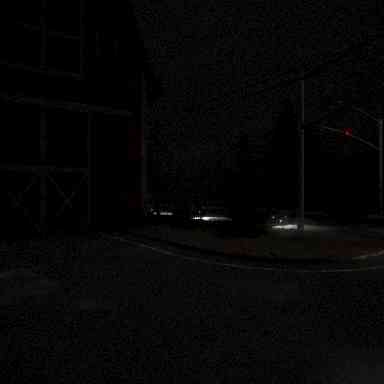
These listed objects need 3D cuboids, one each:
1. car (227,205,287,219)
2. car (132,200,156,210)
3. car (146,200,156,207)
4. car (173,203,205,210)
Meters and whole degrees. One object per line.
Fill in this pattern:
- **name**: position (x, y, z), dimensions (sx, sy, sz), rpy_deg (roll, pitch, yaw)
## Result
- **car**: position (4.918, 1.723, 26.225), dimensions (2.033, 1.411, 5.357), rpy_deg (0, 0, -34)
- **car**: position (-7.351, 1.891, 50.681), dimensions (1.994, 1.385, 4.181), rpy_deg (0, 0, -34)
- **car**: position (-6.119, 1.879, 42.344), dimensions (1.895, 1.301, 4.718), rpy_deg (0, 0, -34)
- **car**: position (-0.365, 1.789, 33.942), dimensions (1.994, 1.385, 4.181), rpy_deg (0, 0, -34)
